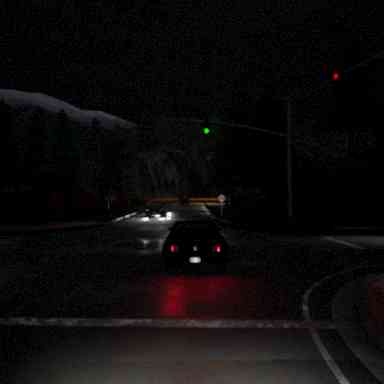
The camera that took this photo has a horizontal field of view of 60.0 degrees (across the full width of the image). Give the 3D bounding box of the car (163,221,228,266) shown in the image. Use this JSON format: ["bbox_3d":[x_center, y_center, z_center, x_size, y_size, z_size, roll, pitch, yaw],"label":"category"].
[{"bbox_3d":[0.104,1.657,11.735,1.895,1.301,4.718,0,0,0],"label":"car"}]

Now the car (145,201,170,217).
[{"bbox_3d":[-3.563,1.694,33.813,1.812,1.442,4.674,0,0,0],"label":"car"}]

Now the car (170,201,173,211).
[{"bbox_3d":[-3.542,1.819,43.824,1.895,1.301,4.718,0,0,0],"label":"car"}]
